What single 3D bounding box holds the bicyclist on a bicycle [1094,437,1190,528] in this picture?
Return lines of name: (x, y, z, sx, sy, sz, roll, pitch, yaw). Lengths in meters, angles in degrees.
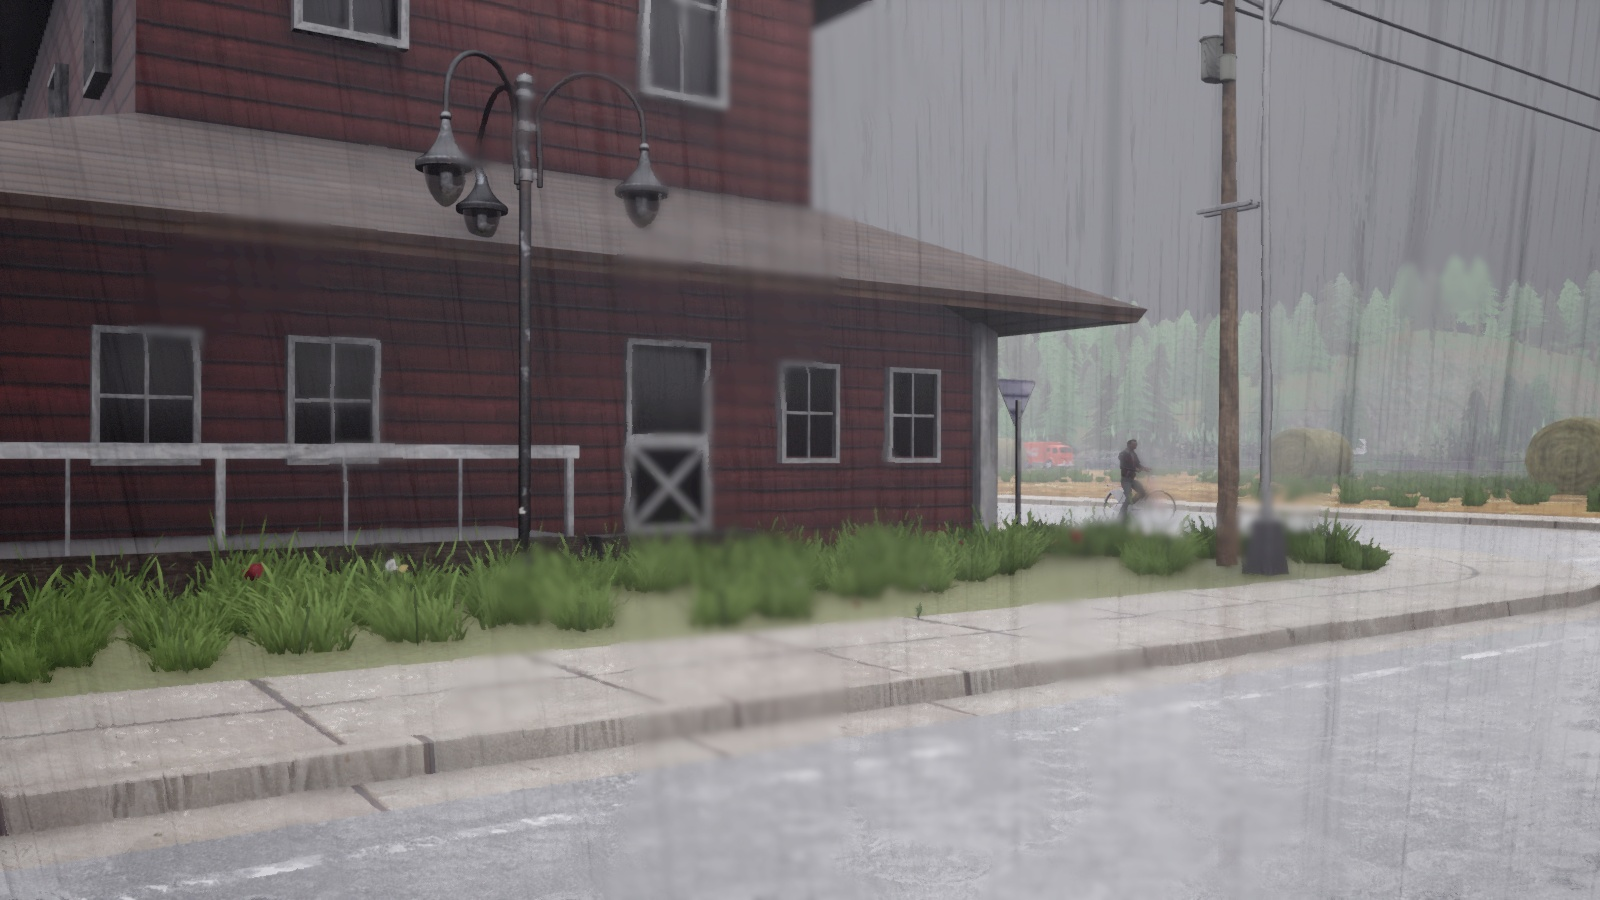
bicyclist on a bicycle: (6.850, 0.636, 25.217, 0.659, 1.776, 1.843, 0, 0, -36)
